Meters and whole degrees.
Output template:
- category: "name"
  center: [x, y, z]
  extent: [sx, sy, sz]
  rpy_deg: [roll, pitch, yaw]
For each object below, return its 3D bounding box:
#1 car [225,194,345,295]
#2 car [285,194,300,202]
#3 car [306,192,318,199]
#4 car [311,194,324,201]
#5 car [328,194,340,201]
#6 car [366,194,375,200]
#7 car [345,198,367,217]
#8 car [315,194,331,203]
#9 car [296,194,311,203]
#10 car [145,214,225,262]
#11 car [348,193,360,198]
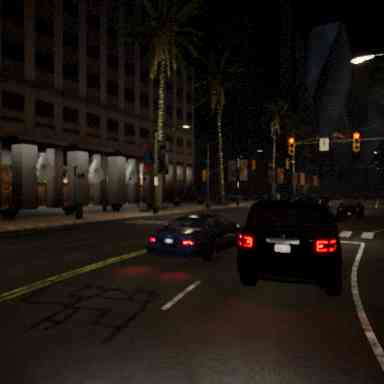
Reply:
- category: "car"
  center: [2.815, 1.185, 8.975]
  extent: [2.150, 2.045, 5.566]
  rpy_deg: [0, 0, 23]
- category: "car"
  center: [21.002, 1.236, 69.375]
  extent: [2.161, 1.482, 4.786]
  rpy_deg: [0, 0, 29]
- category: "car"
  center: [31.928, 0.999, 88.391]
  extent: [2.185, 1.767, 4.553]
  rpy_deg: [0, 0, 29]
- category: "car"
  center: [29.201, 1.214, 77.284]
  extent: [2.128, 1.511, 4.902]
  rpy_deg: [0, 0, 30]
- category: "car"
  center: [32.361, 1.172, 75.754]
  extent: [1.882, 1.535, 5.008]
  rpy_deg: [0, 0, 30]
- category: "car"
  center: [42.246, 1.213, 78.966]
  extent: [2.033, 1.411, 5.357]
  rpy_deg: [0, 0, 29]
- category: "car"
  center: [14.236, 1.480, 29.678]
  extent: [1.895, 1.301, 4.718]
  rpy_deg: [0, 0, 30]
- category: "car"
  center: [24.448, 1.228, 61.953]
  extent: [1.882, 1.535, 5.008]
  rpy_deg: [0, 0, 30]
- category: "car"
  center: [21.360, 1.249, 63.601]
  extent: [1.837, 1.490, 4.892]
  rpy_deg: [0, 0, 30]
- category: "car"
  center: [0.451, 1.499, 12.112]
  extent: [2.033, 1.411, 5.357]
  rpy_deg: [0, 0, 27]
- category: "car"
  center: [39.403, 1.024, 81.053]
  extent: [2.097, 1.767, 4.553]
  rpy_deg: [0, 0, 29]
